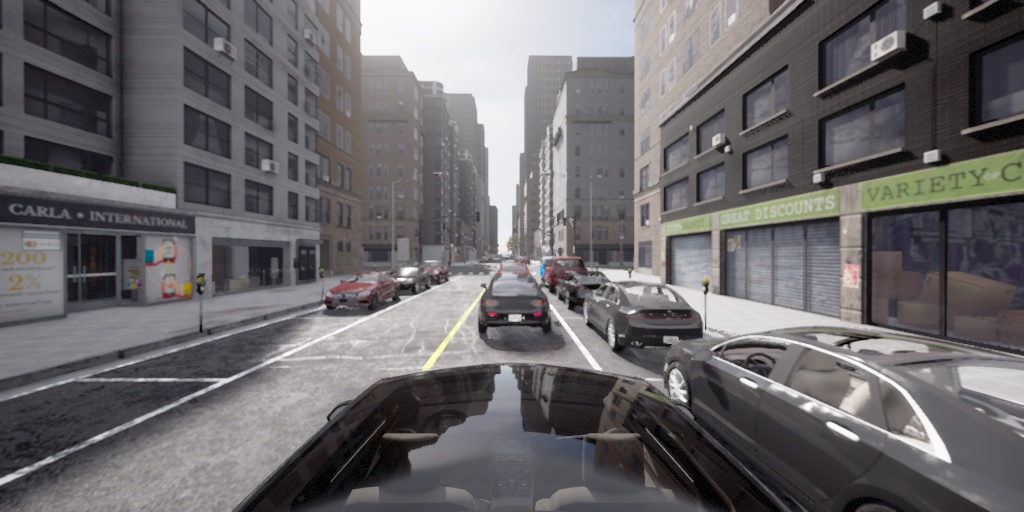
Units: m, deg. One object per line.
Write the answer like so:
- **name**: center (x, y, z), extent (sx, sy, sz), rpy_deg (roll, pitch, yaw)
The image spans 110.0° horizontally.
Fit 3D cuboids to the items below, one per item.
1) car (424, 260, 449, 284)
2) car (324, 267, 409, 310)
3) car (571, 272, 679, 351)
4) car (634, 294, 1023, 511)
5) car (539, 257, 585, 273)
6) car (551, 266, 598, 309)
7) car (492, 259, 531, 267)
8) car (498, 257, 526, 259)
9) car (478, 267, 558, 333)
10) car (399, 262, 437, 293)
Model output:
- **car**: center (-5.684, 1.044, 25.196), extent (1.967, 1.591, 4.097), rpy_deg (0, 0, 0)
- **car**: center (-5.676, 1.255, 14.147), extent (1.802, 1.307, 4.207), rpy_deg (0, 0, 0)
- **car**: center (2.853, 1.257, 8.637), extent (2.007, 1.370, 4.403), rpy_deg (0, 0, 0)
- **car**: center (2.857, 1.292, 3.113), extent (2.007, 1.370, 4.403), rpy_deg (0, 0, 0)
- **car**: center (2.846, 0.953, 19.684), extent (2.192, 1.841, 5.009), rpy_deg (0, 0, 0)
- **car**: center (2.849, 1.239, 14.160), extent (1.948, 1.339, 4.313), rpy_deg (0, 0, 0)
- **car**: center (0.086, 1.119, 19.212), extent (1.882, 1.535, 5.008), rpy_deg (0, 0, 0)
- **car**: center (0.044, 1.083, 29.384), extent (1.837, 1.490, 4.892), rpy_deg (0, 0, 2)
- **car**: center (0.043, 1.222, 10.389), extent (1.812, 1.442, 4.674), rpy_deg (0, 0, -1)
- **car**: center (-5.680, 1.204, 19.672), extent (1.948, 1.339, 4.313), rpy_deg (0, 0, 0)
